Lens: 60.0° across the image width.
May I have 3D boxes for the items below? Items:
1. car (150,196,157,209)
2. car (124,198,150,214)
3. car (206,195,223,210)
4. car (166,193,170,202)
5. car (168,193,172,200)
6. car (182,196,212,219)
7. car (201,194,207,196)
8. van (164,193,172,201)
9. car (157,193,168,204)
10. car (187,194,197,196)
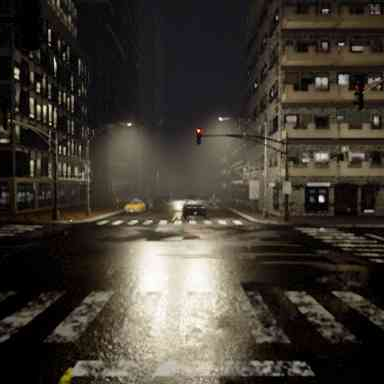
[{"bbox_3d":[-5.668,1.429,39.283,1.947,1.339,4.313,-1,0,0],"label":"car"},{"bbox_3d":[-5.673,1.408,33.458,1.752,1.417,4.829,-1,0,0],"label":"car"},{"bbox_3d":[2.712,1.414,39.276,2.008,1.369,4.403,-1,0,0],"label":"car"},{"bbox_3d":[-5.647,1.368,61.901,1.802,1.307,4.206,-1,0,0],"label":"car"},{"bbox_3d":[-5.643,1.311,67.555,1.887,1.381,4.507,-1,0,0],"label":"car"},{"bbox_3d":[0.193,1.394,27.818,2.128,1.511,4.902,0,0,-2],"label":"car"},{"bbox_3d":[2.740,1.188,73.203,1.967,1.590,4.097,-1,0,0],"label":"car"},{"bbox_3d":[-5.636,1.070,78.864,1.690,1.788,3.998,-1,0,0],"label":"van"},{"bbox_3d":[-5.653,1.350,56.246,1.887,1.381,4.507,-1,0,0],"label":"car"},{"bbox_3d":[0.064,1.108,71.759,2.097,1.767,4.553,0,0,0],"label":"car"}]
